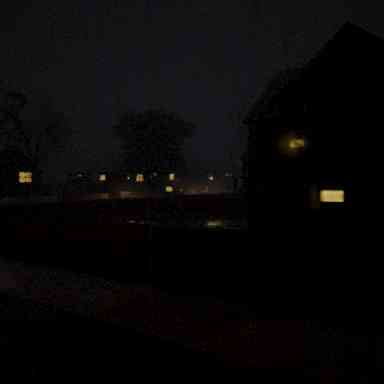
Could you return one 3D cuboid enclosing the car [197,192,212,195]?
[{"bbox_3d":[1.820,0.687,52.469,2.128,1.511,4.902,0,2,37],"label":"car"}]
